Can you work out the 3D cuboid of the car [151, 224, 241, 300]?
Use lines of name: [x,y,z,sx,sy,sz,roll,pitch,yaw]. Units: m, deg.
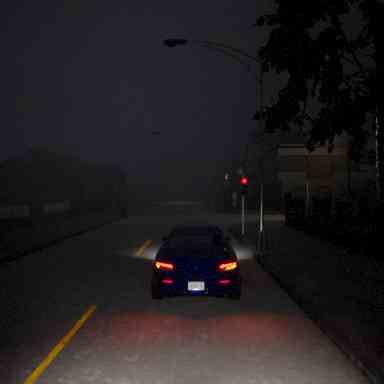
car: [0.101,1.526,8.285,1.812,1.442,4.674,0,0,1]
